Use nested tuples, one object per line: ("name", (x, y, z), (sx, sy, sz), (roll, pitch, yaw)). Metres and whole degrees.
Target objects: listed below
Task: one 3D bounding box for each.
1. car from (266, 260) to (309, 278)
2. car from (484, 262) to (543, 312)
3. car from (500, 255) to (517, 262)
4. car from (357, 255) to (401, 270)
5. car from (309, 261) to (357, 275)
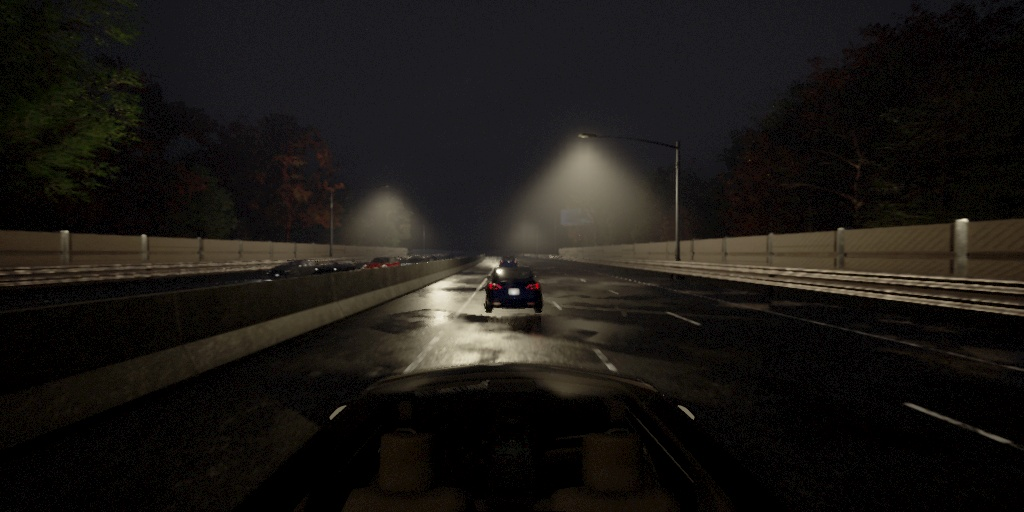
("car", (-17.835, 1.031, 29.818), (2.033, 1.411, 5.357), (0, 1, -1))
("car", (0.047, 1.137, 13.611), (2.163, 1.488, 4.792), (0, 1, 0))
("car", (-0.425, 0.692, 43.507), (2.097, 1.767, 4.553), (0, 1, -1))
("car", (-10.838, 0.828, 30.097), (2.097, 1.767, 4.553), (0, 1, -1))
("car", (-14.332, 1.084, 29.682), (1.895, 1.301, 4.718), (0, 1, -1))
